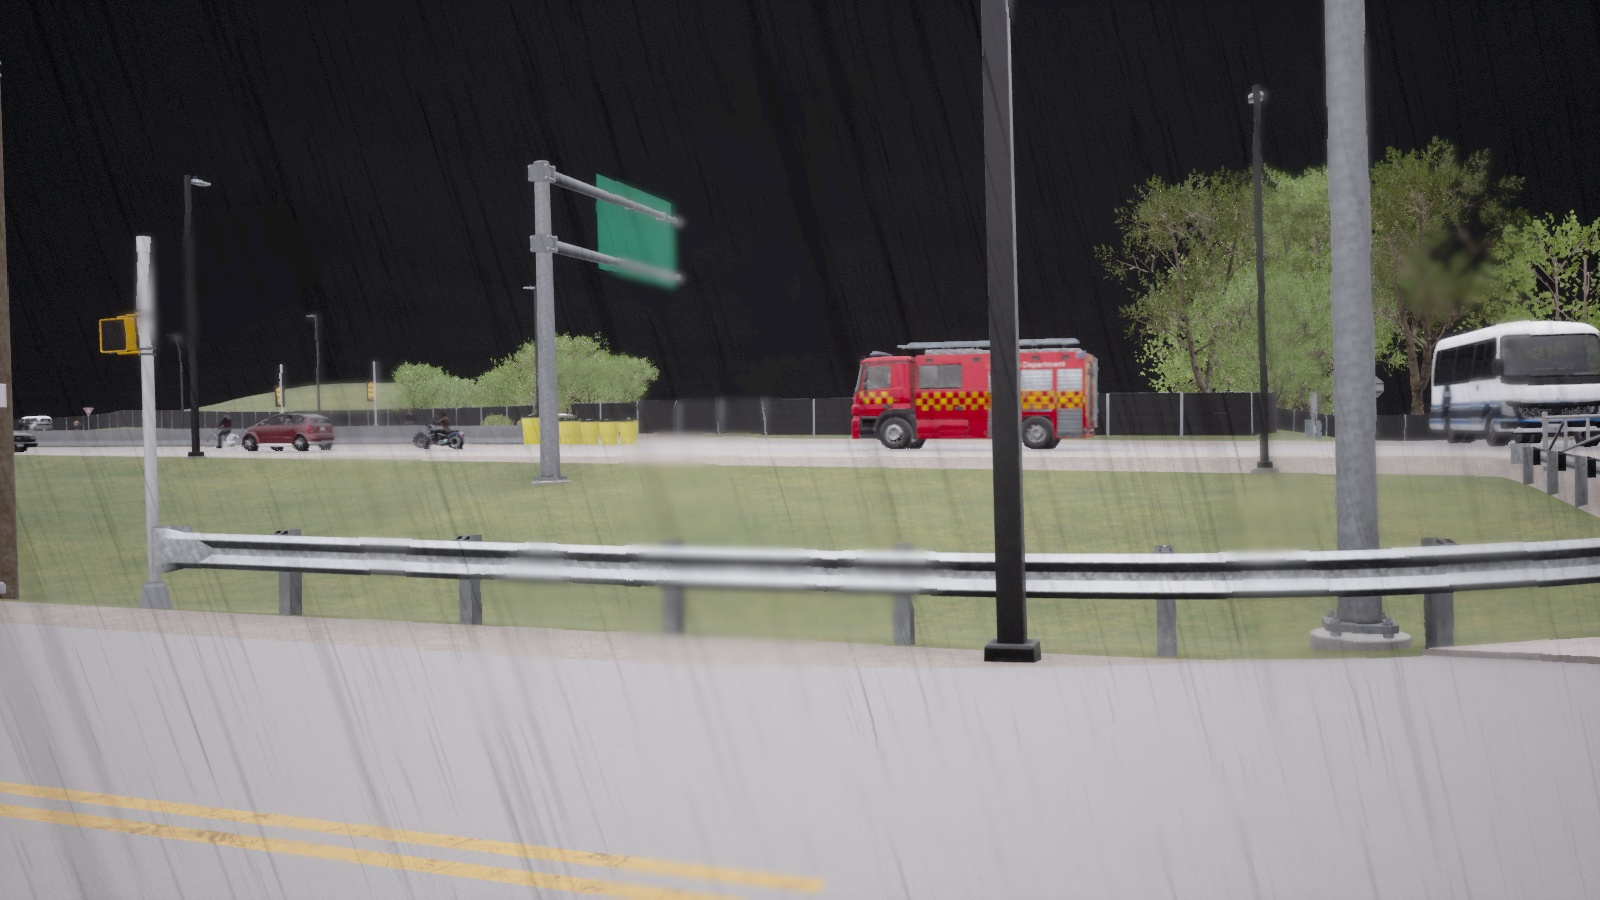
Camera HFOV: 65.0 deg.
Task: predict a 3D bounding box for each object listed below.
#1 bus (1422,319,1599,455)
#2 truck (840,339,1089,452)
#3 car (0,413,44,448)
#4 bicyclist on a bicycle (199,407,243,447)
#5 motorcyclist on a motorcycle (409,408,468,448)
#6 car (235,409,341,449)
[{"bbox_3d":[25.356,-2.082,44.492,3.944,4.253,10.273,0,1,15],"label":"bus"},{"bbox_3d":[5.924,-1.885,45.177,8.468,3.827,2.891,0,1,19],"label":"truck"},{"bbox_3d":[-34.157,-0.820,51.893,5.357,1.411,2.033,0,1,19],"label":"car"},{"bbox_3d":[-26.007,-1.054,56.443,1.843,1.776,0.659,1,1,19],"label":"bicyclist on a bicycle"},{"bbox_3d":[-15.139,-0.904,52.620,2.350,1.649,0.766,0,1,19],"label":"motorcyclist on a motorcycle"},{"bbox_3d":[-20.740,-0.855,50.881,3.705,1.549,1.789,0,1,19],"label":"car"}]
